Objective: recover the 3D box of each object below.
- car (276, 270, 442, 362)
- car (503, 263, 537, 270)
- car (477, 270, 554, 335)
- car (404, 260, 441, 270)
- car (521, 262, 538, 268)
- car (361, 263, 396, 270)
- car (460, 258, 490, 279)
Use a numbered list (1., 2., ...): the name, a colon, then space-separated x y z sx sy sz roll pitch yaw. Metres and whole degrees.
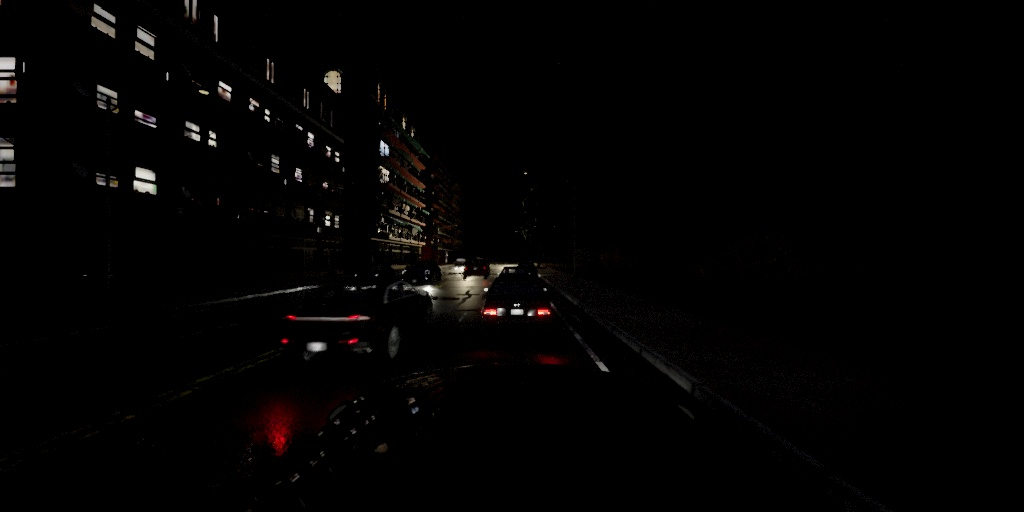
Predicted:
1. car: -3.145 1.243 8.205 2.128 1.511 4.902 0 0 0
2. car: 0.118 1.300 20.886 2.033 1.411 5.357 0 0 0
3. car: 0.110 1.299 10.525 2.033 1.411 5.357 0 0 0
4. car: -6.577 1.105 26.385 2.097 1.767 4.553 0 0 0
5. car: 1.165 1.259 30.653 1.837 1.490 4.892 0 0 0
6. car: -9.827 1.279 26.154 1.812 1.442 4.674 0 0 0
7. car: -3.122 1.105 32.690 2.097 1.767 4.553 0 0 0
